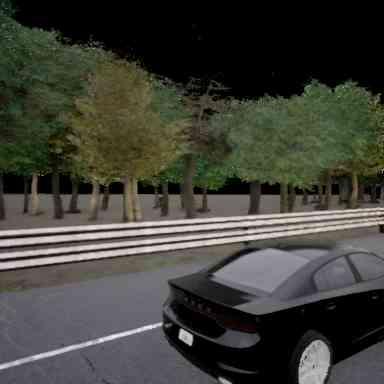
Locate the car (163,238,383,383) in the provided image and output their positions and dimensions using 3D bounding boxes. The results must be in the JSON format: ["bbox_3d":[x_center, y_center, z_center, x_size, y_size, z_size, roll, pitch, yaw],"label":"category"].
[{"bbox_3d":[1.957,1.473,5.185,5.008,1.535,1.882,0,0,-35],"label":"car"}]
